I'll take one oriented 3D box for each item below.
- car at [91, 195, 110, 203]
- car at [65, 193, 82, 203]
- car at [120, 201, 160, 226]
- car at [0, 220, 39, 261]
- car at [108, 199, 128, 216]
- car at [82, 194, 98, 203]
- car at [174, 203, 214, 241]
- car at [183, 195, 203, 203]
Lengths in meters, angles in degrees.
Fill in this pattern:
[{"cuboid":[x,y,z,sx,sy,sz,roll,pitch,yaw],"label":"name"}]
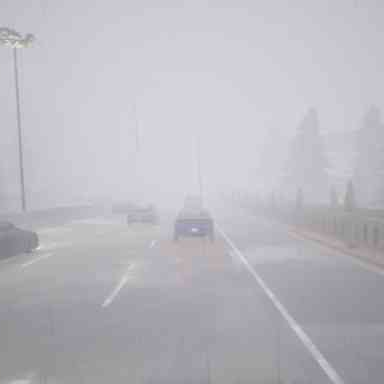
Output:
[{"cuboid":[-14.035,1.521,52.979,1.895,1.301,4.718,0,2,1],"label":"car"},{"cuboid":[-21.017,1.038,59.600,1.882,1.535,5.008,0,4,0],"label":"car"},{"cuboid":[-3.402,1.582,23.869,2.128,1.511,4.902,0,0,0],"label":"car"},{"cuboid":[-6.900,1.612,11.142,1.994,1.385,4.181,0,0,0],"label":"car"},{"cuboid":[-6.904,1.603,34.354,1.882,1.535,5.008,0,0,0],"label":"car"},{"cuboid":[-17.517,1.121,59.614,1.994,1.385,4.181,0,4,0],"label":"car"},{"cuboid":[0.098,1.547,17.178,1.882,1.535,5.008,0,0,0],"label":"car"},{"cuboid":[0.096,1.363,39.608,2.150,2.045,5.566,0,0,0],"label":"car"}]
